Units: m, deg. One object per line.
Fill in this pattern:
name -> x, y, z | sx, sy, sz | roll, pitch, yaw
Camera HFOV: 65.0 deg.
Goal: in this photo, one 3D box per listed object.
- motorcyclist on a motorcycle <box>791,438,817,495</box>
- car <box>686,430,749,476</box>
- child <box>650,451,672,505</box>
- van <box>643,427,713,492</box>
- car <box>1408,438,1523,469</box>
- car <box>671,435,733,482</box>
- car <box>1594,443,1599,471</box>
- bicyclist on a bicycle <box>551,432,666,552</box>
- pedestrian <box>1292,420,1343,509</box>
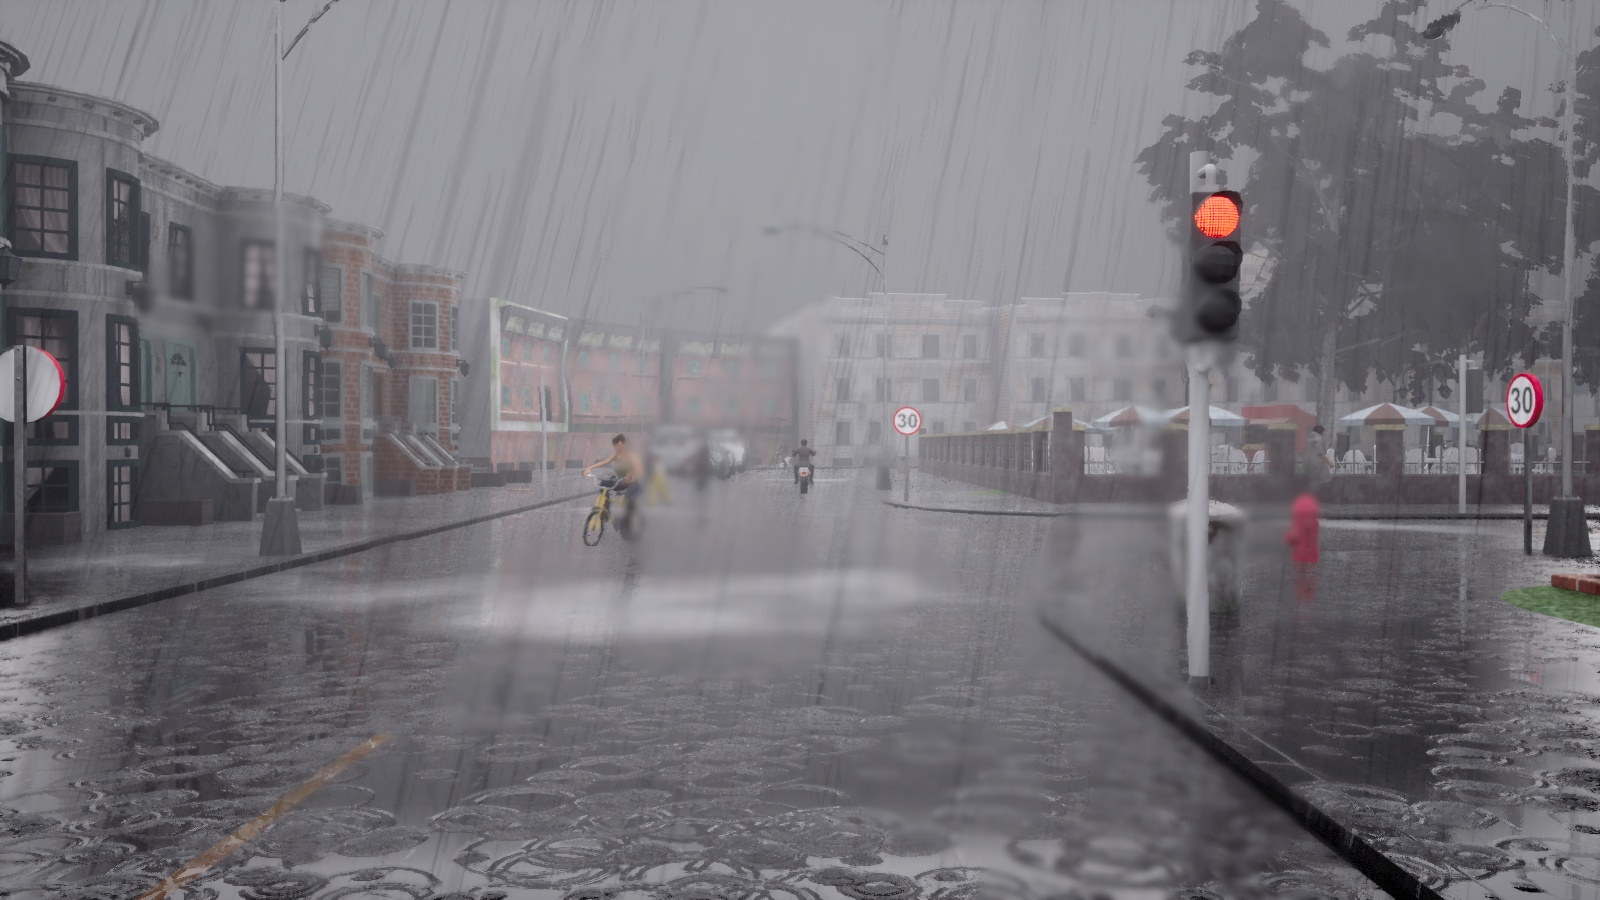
motorcyclist on a motorcycle -> 0.126, 0.482, 38.125 | 0.766, 1.649, 2.350 | 0, 0, 0
car -> -3.837, 0.127, 59.414 | 2.150, 2.045, 5.566 | 0, 0, 5
child -> -3.292, 0.649, 29.688 | 0.270, 1.263, 0.437 | 0, 0, 45
van -> -3.858, 0.268, 40.407 | 1.775, 1.987, 4.442 | 0, 0, 0
car -> 35.729, 0.173, 67.509 | 5.027, 1.651, 2.152 | 0, 0, 0
car -> -3.842, 0.321, 49.766 | 2.097, 1.767, 4.553 | 0, 0, 0
car -> 45.081, 0.380, 67.495 | 3.705, 1.549, 1.789 | 0, 0, 0
bicyclist on a bicycle -> -2.770, 0.577, 18.301 | 0.866, 1.612, 1.509 | 4, 2, 27
pedestrian -> 11.424, 0.309, 27.746 | 0.873, 1.952, 0.659 | 0, 0, 3
